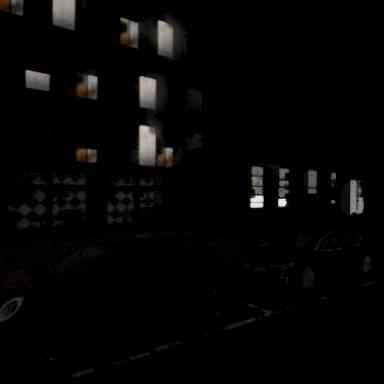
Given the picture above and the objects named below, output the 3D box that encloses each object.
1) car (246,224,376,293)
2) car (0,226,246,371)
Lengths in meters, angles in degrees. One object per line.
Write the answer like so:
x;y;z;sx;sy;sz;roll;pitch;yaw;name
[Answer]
3.203;1.561;8.840;4.403;1.369;2.008;0;0;-35;car
-1.306;1.443;5.623;4.097;1.590;1.967;0;0;-35;car
